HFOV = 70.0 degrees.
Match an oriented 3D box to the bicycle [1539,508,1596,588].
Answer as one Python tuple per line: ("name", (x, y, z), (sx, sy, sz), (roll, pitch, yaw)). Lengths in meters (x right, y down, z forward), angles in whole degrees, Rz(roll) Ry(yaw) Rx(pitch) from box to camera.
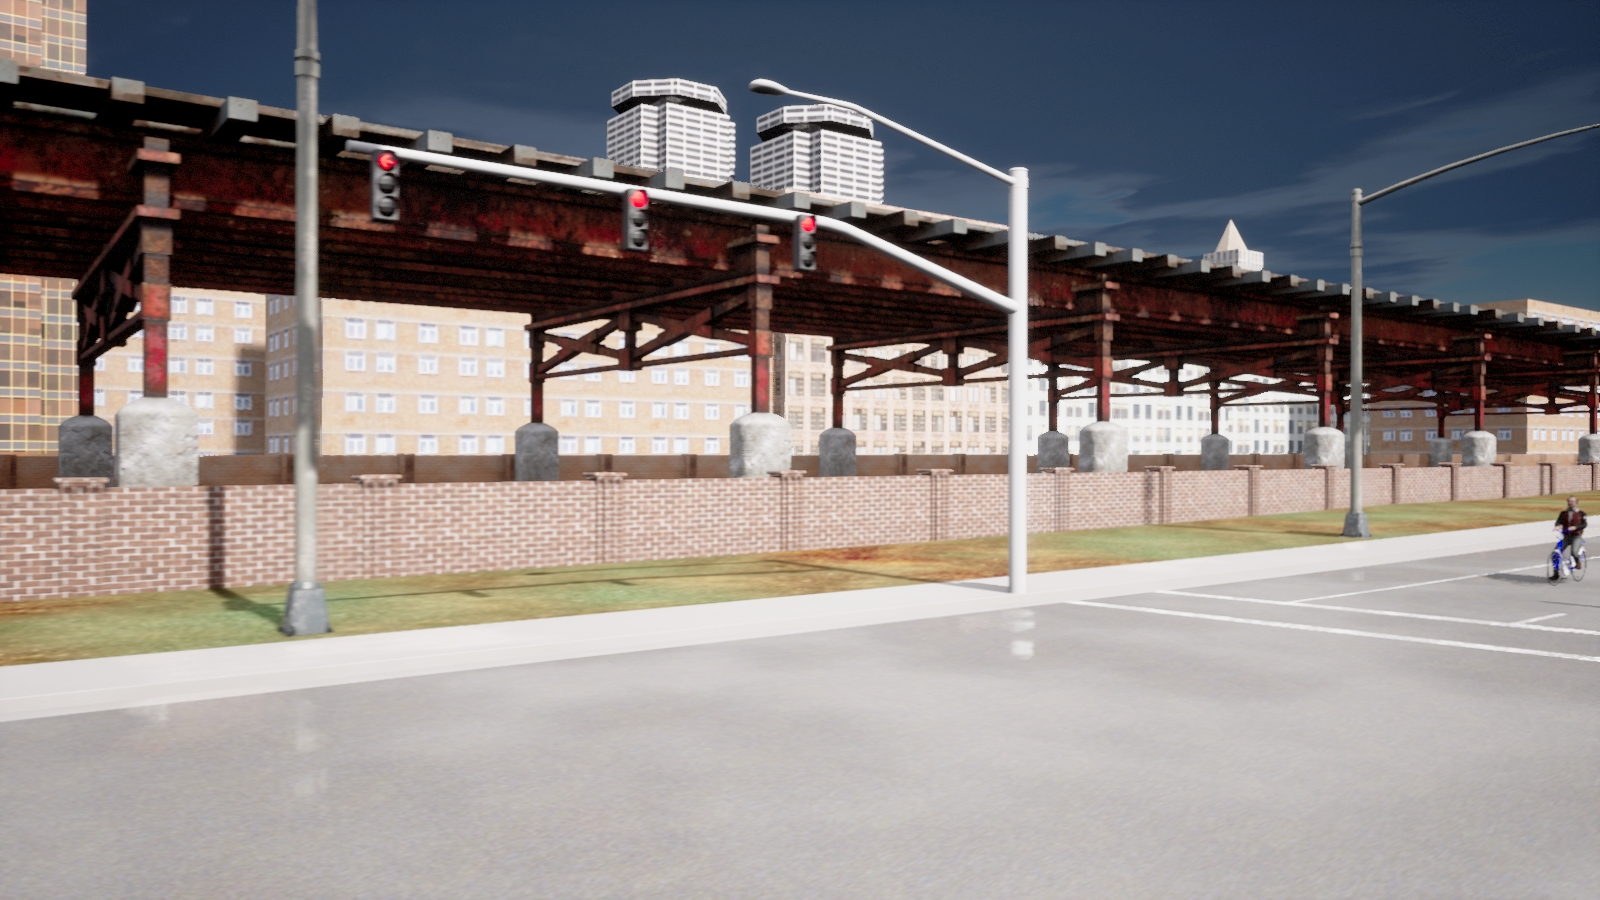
("bicycle", (15.620, 1.968, 23.252), (1.835, 1.496, 0.329), (0, 0, -35))
